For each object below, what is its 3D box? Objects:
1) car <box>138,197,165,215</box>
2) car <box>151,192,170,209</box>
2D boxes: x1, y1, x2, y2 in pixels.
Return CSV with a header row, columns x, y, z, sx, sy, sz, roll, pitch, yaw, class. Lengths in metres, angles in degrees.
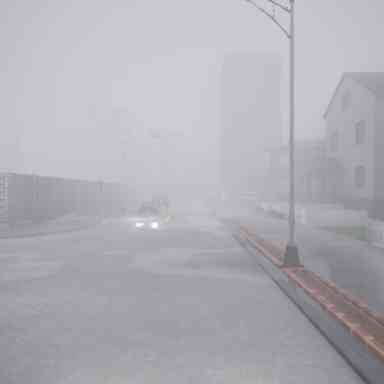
x,y,z,sx,sy,sz,roll,pitch,yaw,class
-4.076,1.458,32.510,1.895,1.301,4.718,0,0,0,car
-4.047,1.032,43.149,2.150,2.045,5.566,0,0,1,car
